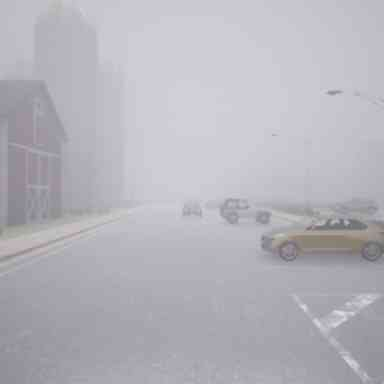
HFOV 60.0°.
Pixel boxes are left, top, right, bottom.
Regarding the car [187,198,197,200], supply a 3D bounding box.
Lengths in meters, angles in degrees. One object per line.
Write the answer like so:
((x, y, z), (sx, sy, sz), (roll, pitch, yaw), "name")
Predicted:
((-0.024, 1.559, 43.445), (2.097, 1.767, 4.553), (0, 0, 0), "car")

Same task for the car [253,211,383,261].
((4.538, 1.561, 11.824), (4.193, 1.474, 1.816), (0, 0, 0), "car")

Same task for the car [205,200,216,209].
((4.078, 1.716, 49.514), (4.611, 1.667, 2.242), (0, 0, 0), "car")

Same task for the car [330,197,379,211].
((17.292, 1.473, 35.461), (4.605, 1.855, 1.932), (0, 0, 0), "car")

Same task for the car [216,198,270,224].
((4.008, 1.433, 25.309), (3.866, 1.878, 1.905), (0, 0, 0), "car")

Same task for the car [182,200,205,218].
((0.007, 1.757, 32.433), (1.895, 1.301, 4.718), (0, 0, 0), "car")
